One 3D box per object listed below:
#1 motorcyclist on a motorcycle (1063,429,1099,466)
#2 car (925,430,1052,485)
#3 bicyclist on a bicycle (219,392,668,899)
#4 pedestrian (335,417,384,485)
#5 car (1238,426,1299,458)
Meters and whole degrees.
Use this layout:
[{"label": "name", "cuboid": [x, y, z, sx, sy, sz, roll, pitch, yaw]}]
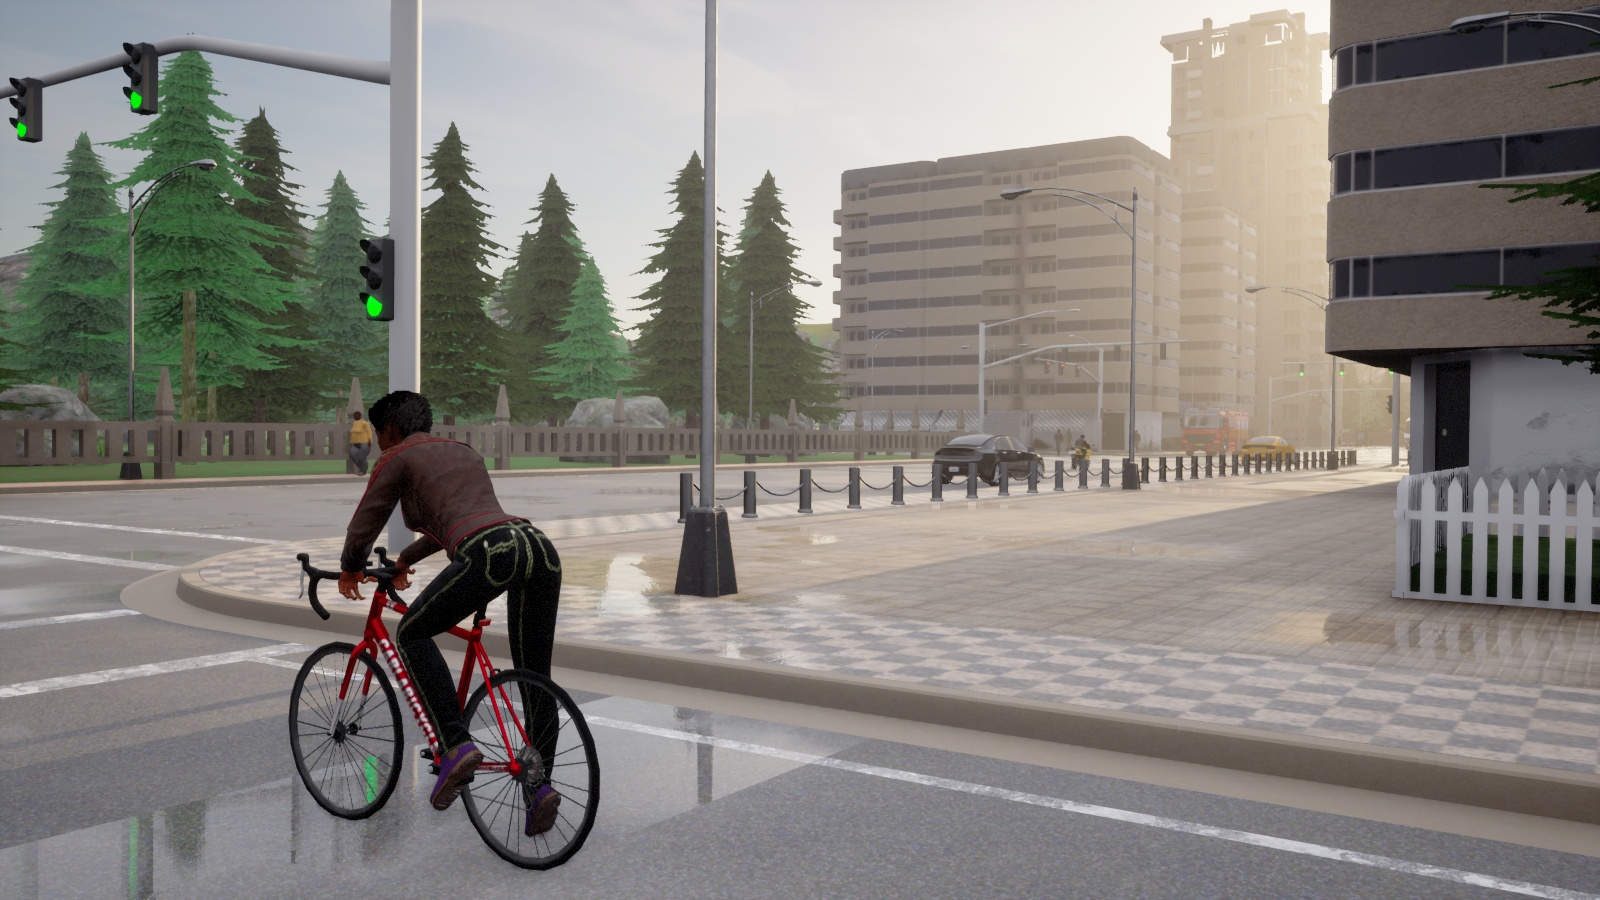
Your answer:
[{"label": "motorcyclist on a motorcycle", "cuboid": [11.899, -0.118, 53.047, 0.797, 1.523, 2.044, 0, 1, 34]}, {"label": "car", "cuboid": [5.709, 0.174, 37.423, 1.837, 1.490, 4.892, 0, 1, 34]}, {"label": "bicyclist on a bicycle", "cuboid": [-1.313, 0.635, 4.495, 1.656, 1.620, 0.582, 0, 1, 34]}, {"label": "pedestrian", "cuboid": [-12.236, 0.024, 34.897, 0.874, 1.855, 0.900, 0, 1, 33]}, {"label": "car", "cuboid": [24.606, -0.444, 65.828, 1.882, 1.535, 5.008, 0, 1, 34]}]
